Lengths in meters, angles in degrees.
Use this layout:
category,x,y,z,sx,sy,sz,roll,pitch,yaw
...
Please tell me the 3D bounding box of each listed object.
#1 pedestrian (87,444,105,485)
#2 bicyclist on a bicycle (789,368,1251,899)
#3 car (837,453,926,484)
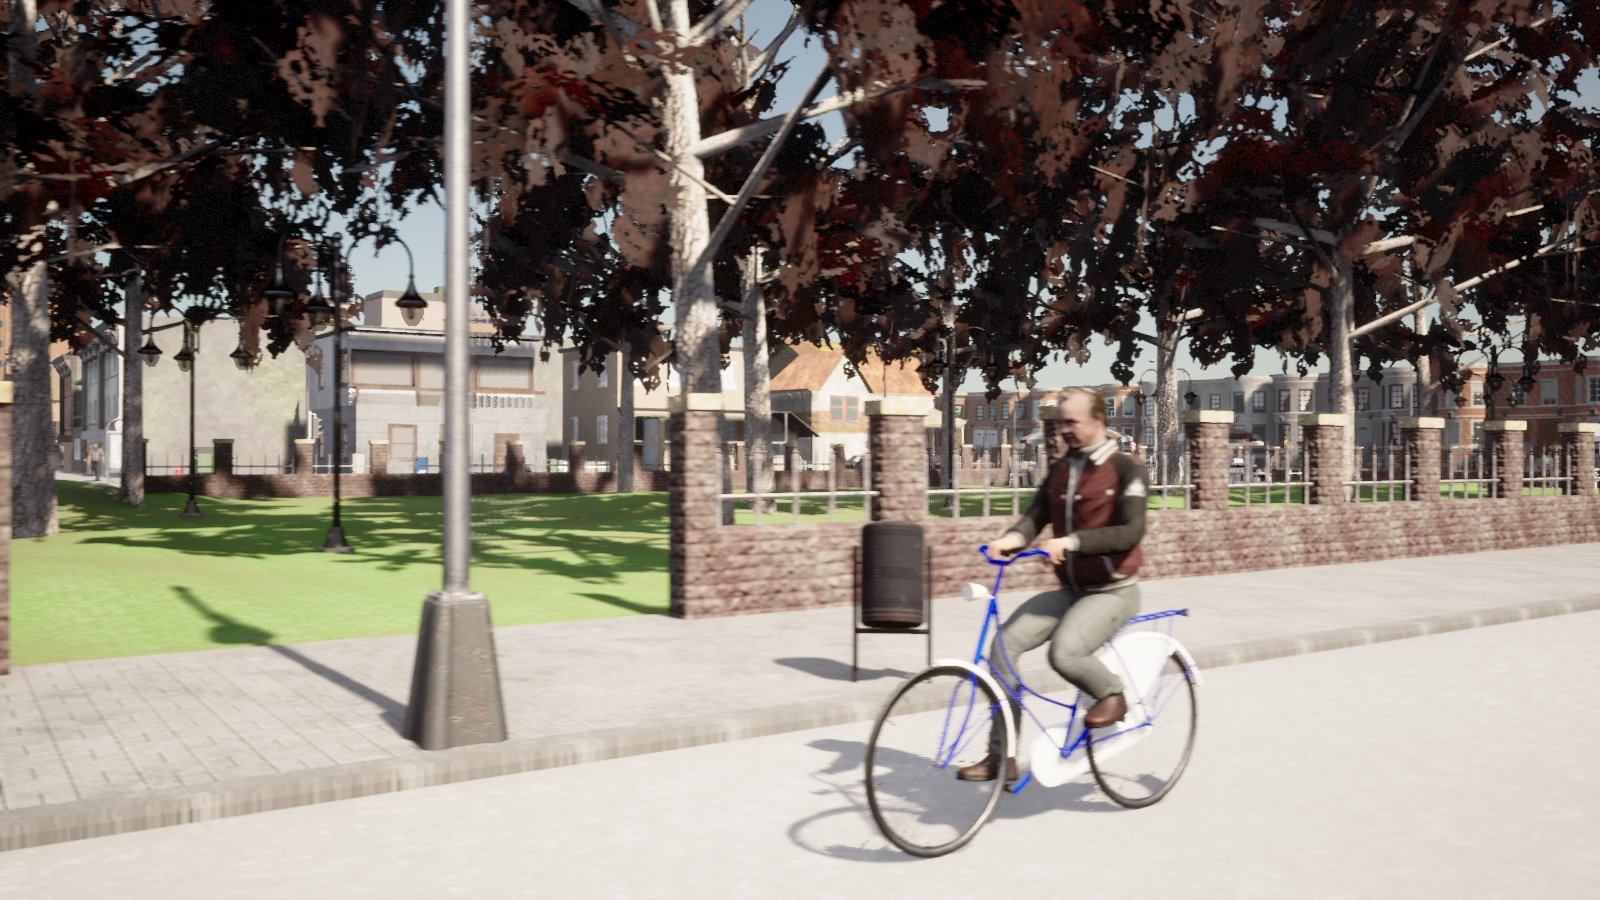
category,x,y,z,sx,sy,sz,roll,pitch,yaw
pedestrian,-32.164,0.663,57.396,0.540,1.848,0.694,0,0,-10
bicyclist on a bicycle,0.905,0.625,4.898,1.843,1.776,0.659,0,0,-35
car,4.070,0.902,62.283,4.193,1.474,1.816,0,0,-35
